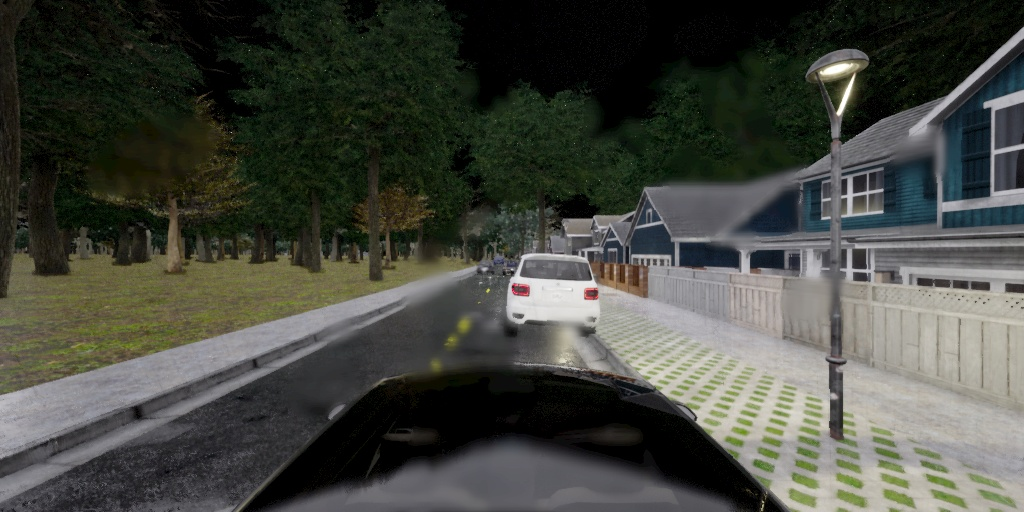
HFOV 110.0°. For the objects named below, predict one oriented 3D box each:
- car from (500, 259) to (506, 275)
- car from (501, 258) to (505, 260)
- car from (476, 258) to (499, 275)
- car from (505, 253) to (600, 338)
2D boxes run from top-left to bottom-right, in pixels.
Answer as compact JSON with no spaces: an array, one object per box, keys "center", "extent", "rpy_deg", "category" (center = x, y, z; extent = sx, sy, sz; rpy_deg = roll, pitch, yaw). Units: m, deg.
[{"center":[0.014,1.340,38.462],"extent":[1.994,1.385,4.181],"rpy_deg":[0,0,1],"category":"car"},{"center":[-0.118,1.341,48.209],"extent":[1.994,1.385,4.181],"rpy_deg":[0,0,2],"category":"car"},{"center":[-2.866,1.268,39.768],"extent":[2.128,1.511,4.902],"rpy_deg":[0,0,0],"category":"car"},{"center":[0.962,1.011,10.362],"extent":[2.150,2.045,5.566],"rpy_deg":[3,-1,0],"category":"car"}]
